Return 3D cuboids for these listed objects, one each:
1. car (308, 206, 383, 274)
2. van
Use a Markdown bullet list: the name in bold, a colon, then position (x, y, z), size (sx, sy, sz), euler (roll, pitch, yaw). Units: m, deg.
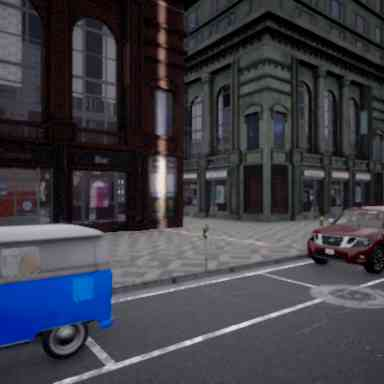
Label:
- **car**: position (6.008, 1.419, 11.115), size (5.009, 1.841, 2.192), euler (0, -1, -36)
- **van**: position (-3.061, 1.378, 4.420), size (3.998, 1.788, 1.690), euler (0, -1, -36)
